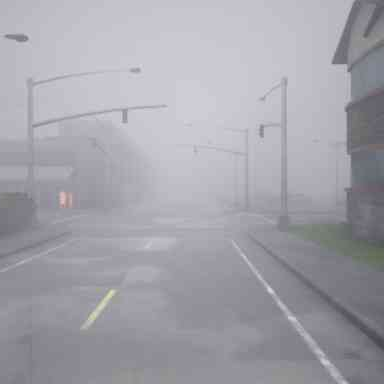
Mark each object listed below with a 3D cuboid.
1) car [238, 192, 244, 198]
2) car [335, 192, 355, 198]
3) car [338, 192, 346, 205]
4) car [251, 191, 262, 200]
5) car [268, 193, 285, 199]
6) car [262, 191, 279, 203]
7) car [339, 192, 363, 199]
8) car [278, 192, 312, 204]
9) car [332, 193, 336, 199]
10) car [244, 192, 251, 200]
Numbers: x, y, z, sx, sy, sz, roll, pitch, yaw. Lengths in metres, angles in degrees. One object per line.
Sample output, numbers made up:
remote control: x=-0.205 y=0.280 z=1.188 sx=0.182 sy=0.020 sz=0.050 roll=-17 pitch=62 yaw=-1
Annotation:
car: x=13.870 y=0.850 z=86.803 sx=3.633 sy=1.501 sz=1.845 roll=0 pitch=0 yaw=0
car: x=39.904 y=0.815 z=86.820 sx=4.514 sy=1.523 sz=2.007 roll=0 pitch=0 yaw=0
car: x=21.531 y=1.049 z=42.442 sx=4.514 sy=1.523 sz=2.007 roll=0 pitch=0 yaw=0
car: x=14.152 y=0.686 z=65.312 sx=3.866 sy=1.878 sz=1.905 roll=0 pitch=0 yaw=0
car: x=21.292 y=0.879 z=83.825 sx=3.806 sy=1.475 sz=1.970 roll=0 pitch=0 yaw=0
car: x=14.156 y=0.842 z=52.518 sx=5.027 sy=1.636 sz=2.152 roll=0 pitch=0 yaw=0
car: x=39.958 y=0.826 z=83.683 sx=5.027 sy=1.636 sz=2.152 roll=0 pitch=0 yaw=0
car: x=14.481 y=0.961 z=46.102 sx=3.806 sy=1.475 sz=1.970 roll=0 pitch=0 yaw=0
car: x=32.287 y=0.888 z=71.835 sx=3.633 sy=1.501 sz=1.845 roll=0 pitch=0 yaw=0
car: x=13.739 y=0.689 z=68.218 sx=4.605 sy=1.855 sz=1.932 roll=0 pitch=0 yaw=0
